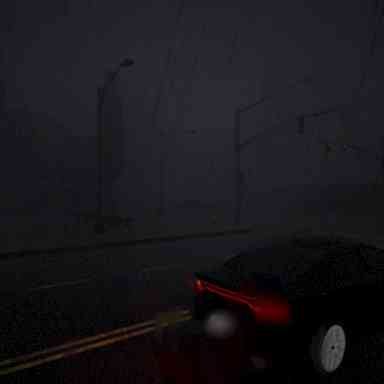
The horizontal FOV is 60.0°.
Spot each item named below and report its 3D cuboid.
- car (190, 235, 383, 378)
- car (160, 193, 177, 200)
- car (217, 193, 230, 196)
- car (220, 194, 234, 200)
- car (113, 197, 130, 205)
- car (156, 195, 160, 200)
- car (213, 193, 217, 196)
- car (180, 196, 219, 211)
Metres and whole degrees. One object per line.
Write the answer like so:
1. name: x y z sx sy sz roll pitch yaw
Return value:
1. car: 2.292 1.476 5.645 5.008 1.535 1.882 0 0 -37
2. car: -5.660 1.147 86.870 3.866 1.878 1.905 0 0 -37
3. car: 7.769 1.385 68.793 3.806 1.475 1.970 0 0 -37
4. car: 9.985 1.382 95.096 3.806 1.475 1.970 0 0 -37
5. car: -12.663 1.560 59.759 1.994 1.385 4.181 0 0 -35
6. car: -7.339 1.144 89.228 4.605 1.855 1.932 0 0 -37
7. car: 6.054 1.146 71.126 3.866 1.878 1.905 0 0 -37
8. car: 0.656 1.542 40.651 2.033 1.411 5.357 0 0 -35
